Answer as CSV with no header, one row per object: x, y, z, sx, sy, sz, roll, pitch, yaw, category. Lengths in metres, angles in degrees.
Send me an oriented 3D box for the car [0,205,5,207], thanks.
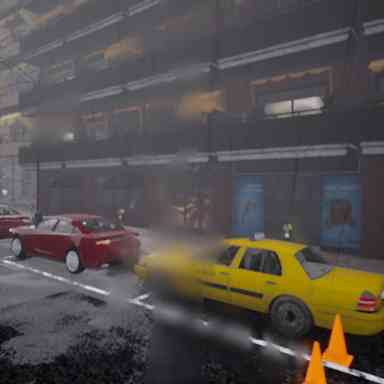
-8.046,1.123,12.914,4.507,1.381,1.887,2,0,36,car

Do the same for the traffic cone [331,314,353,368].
1.937,1.930,4.437,0.340,0.580,0.340,2,1,36,traffic cone

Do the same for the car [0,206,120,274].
-3.464,1.296,9.577,4.507,1.381,1.887,2,0,36,car

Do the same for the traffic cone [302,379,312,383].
0.760,1.929,2.821,0.340,0.580,0.340,2,1,36,traffic cone

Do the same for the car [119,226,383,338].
0.982,1.444,6.341,4.829,1.417,1.752,2,0,36,car

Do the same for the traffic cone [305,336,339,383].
1.349,1.930,3.629,0.340,0.580,0.340,2,1,36,traffic cone
